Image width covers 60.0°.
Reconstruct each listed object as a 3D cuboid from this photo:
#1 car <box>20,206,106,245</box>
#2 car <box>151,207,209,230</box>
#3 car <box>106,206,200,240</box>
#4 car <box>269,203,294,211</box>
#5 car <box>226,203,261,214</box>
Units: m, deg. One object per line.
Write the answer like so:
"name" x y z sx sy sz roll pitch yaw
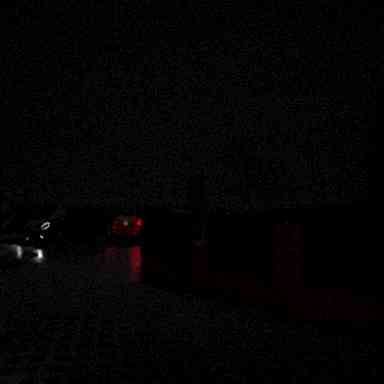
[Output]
"car" -5.986 1.515 16.565 2.097 1.767 4.553 -1 -1 35
"car" -0.770 1.834 23.943 1.994 1.385 4.181 -1 -1 35
"car" -1.875 1.529 17.401 2.097 1.767 4.553 -1 -1 36
"car" 10.854 2.057 40.325 1.994 1.385 4.181 -1 -1 36
"car" 5.019 1.888 32.125 1.837 1.490 4.892 -1 -1 35
